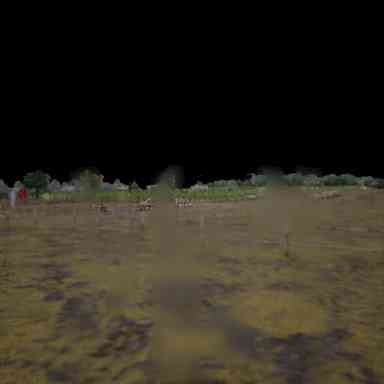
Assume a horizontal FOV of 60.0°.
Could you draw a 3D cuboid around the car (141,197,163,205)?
[{"bbox_3d":[-8.317,2.035,69.432,2.150,2.045,5.566,-2,-1,36],"label":"car"}]
